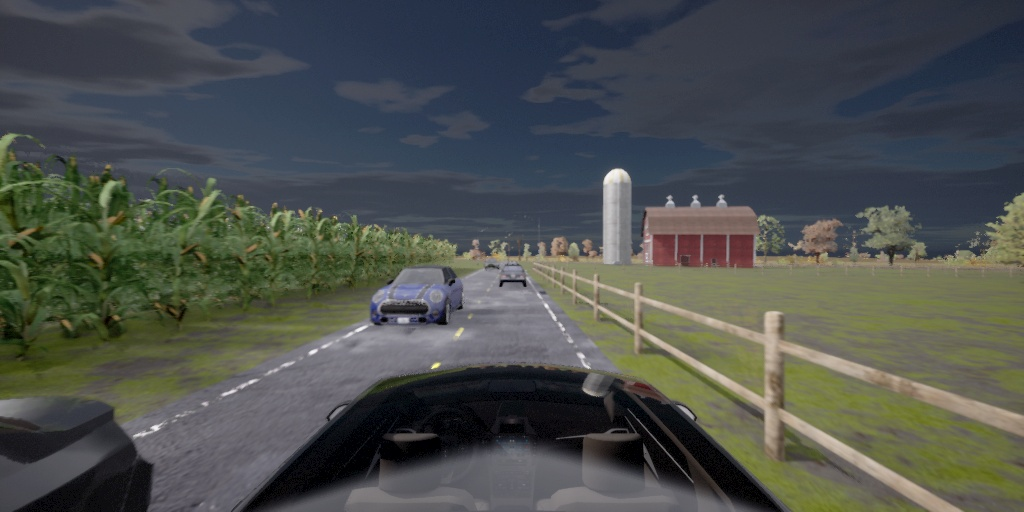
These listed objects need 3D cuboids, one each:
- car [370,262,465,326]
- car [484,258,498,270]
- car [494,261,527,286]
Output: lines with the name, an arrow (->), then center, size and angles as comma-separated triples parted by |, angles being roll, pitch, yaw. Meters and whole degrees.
car -> -2.839, 1.098, 11.655 | 2.097, 1.767, 4.553 | 0, 0, 0
car -> -2.883, 1.108, 52.083 | 2.097, 1.767, 4.553 | 0, 0, 0
car -> 0.069, 1.292, 24.853 | 2.033, 1.411, 5.357 | 0, 0, 0
